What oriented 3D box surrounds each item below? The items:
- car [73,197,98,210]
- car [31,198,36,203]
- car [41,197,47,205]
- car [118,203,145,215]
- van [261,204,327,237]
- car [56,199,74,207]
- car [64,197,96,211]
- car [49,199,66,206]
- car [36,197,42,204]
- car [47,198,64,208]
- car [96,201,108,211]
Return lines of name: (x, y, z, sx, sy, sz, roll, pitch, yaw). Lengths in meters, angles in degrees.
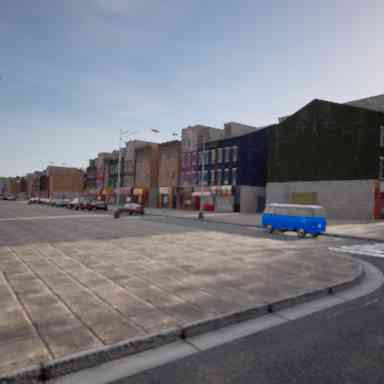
car: (-16.386, 1.672, 50.871, 2.192, 1.841, 5.009, 3, -2, -36)
car: (-35.537, 1.935, 77.501, 1.967, 1.590, 4.097, 3, -2, -36)
car: (-29.257, 1.967, 68.759, 1.752, 1.417, 4.829, 3, -2, -36)
car: (-6.824, 1.902, 37.546, 1.802, 1.307, 4.206, 3, -2, -36)
van: (5.947, 1.647, 19.794, 1.690, 1.788, 3.998, 3, -2, -36)
car: (-22.777, 1.938, 59.743, 1.887, 1.381, 4.507, 3, -2, -36)
car: (-15.041, 1.569, 44.577, 2.097, 1.767, 4.553, 3, -2, -35)
car: (-25.968, 1.982, 64.181, 1.947, 1.339, 4.313, 3, -2, -36)
car: (-32.351, 2.049, 73.059, 1.802, 1.307, 4.206, 3, -2, -36)
car: (-20.854, 1.790, 52.559, 2.033, 1.411, 5.357, 3, -2, -36)
car: (-13.204, 1.908, 46.425, 1.947, 1.339, 4.313, 3, -2, -36)
